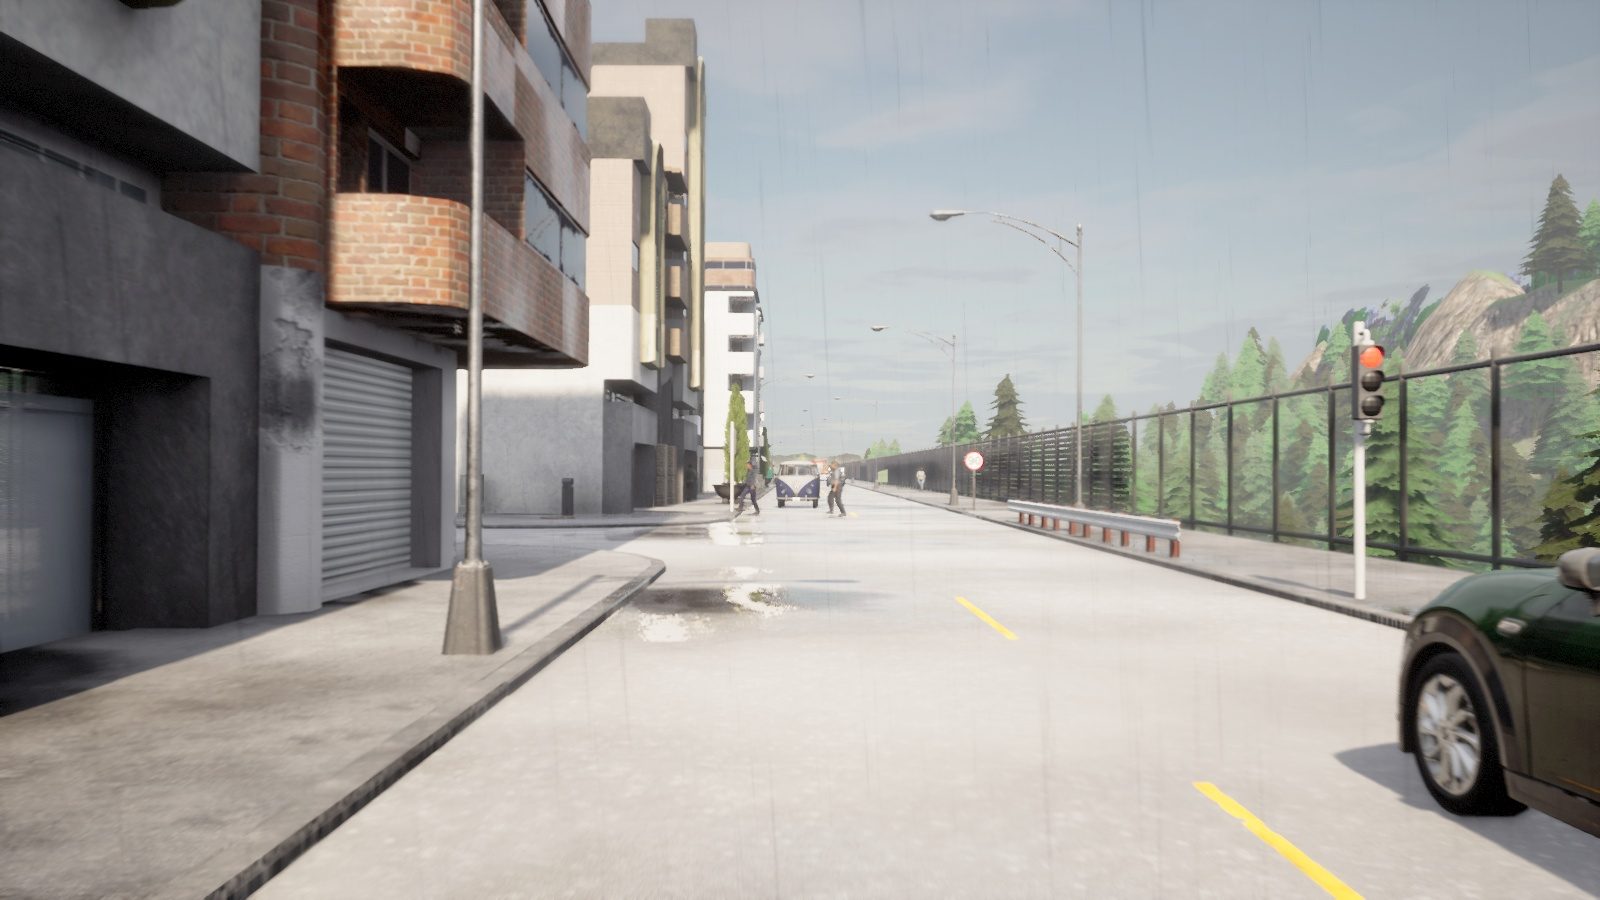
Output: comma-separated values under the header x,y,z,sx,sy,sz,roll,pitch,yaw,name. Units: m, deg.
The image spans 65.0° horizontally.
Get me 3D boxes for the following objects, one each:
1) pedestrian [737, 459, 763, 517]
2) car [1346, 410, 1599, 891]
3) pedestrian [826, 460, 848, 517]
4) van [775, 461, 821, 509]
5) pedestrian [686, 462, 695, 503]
x,y,z,sx,sy,sz,roll,pitch,yaw,name
-1.712,1.290,42.968,0.788,1.949,0.423,0,-1,-29,pedestrian
3.988,0.732,4.443,2.097,1.767,4.553,0,-1,0,car
1.195,1.248,41.028,0.694,1.848,0.540,0,-1,0,pedestrian
-0.053,1.474,54.125,1.775,1.987,4.442,0,-1,2,van
-5.252,1.551,60.076,0.423,1.949,0.788,0,-1,-5,pedestrian
